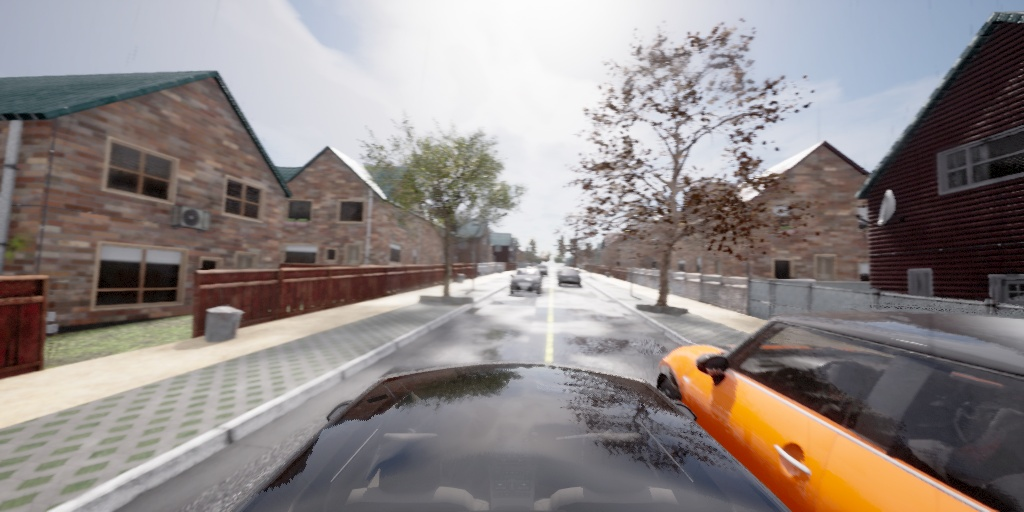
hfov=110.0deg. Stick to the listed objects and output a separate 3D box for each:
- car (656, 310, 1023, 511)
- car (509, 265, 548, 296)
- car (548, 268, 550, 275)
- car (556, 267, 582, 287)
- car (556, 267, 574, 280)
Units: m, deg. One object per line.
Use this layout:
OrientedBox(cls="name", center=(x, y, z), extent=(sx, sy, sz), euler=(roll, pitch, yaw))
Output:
OrientedBox(cls="car", center=(2.522, 1.133, 2.321), extent=(2.097, 1.767, 4.553), euler=(-1, -2, 6))
OrientedBox(cls="car", center=(0.954, 1.514, 22.105), extent=(2.128, 1.511, 4.902), euler=(2, -1, 6))
OrientedBox(cls="car", center=(3.906, 1.925, 47.371), extent=(1.837, 1.490, 4.892), euler=(2, -1, 6))
OrientedBox(cls="car", center=(4.829, 1.803, 30.414), extent=(1.994, 1.385, 4.181), euler=(2, -1, 7))
OrientedBox(cls="car", center=(6.106, 1.979, 41.709), extent=(1.994, 1.385, 4.181), euler=(2, -1, 7))
